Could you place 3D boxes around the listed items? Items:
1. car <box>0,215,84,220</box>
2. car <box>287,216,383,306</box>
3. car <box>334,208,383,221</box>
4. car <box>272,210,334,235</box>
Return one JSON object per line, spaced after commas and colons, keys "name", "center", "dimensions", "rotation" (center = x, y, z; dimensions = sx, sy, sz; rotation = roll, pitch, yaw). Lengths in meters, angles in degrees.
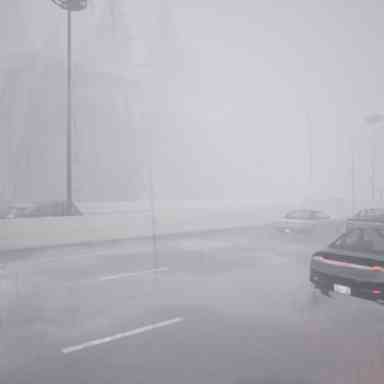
{"name": "car", "center": [-8.686, 1.396, 19.482], "dimensions": [4.553, 1.767, 2.097], "rotation": [0, 0, -38]}
{"name": "car", "center": [4.554, 1.502, 7.359], "dimensions": [4.902, 1.511, 2.128], "rotation": [0, 0, -38]}
{"name": "car", "center": [8.936, 1.513, 15.490], "dimensions": [4.902, 1.511, 2.128], "rotation": [0, 0, -40]}
{"name": "car", "center": [6.434, 1.629, 17.923], "dimensions": [4.718, 1.301, 1.895], "rotation": [0, 0, -40]}
